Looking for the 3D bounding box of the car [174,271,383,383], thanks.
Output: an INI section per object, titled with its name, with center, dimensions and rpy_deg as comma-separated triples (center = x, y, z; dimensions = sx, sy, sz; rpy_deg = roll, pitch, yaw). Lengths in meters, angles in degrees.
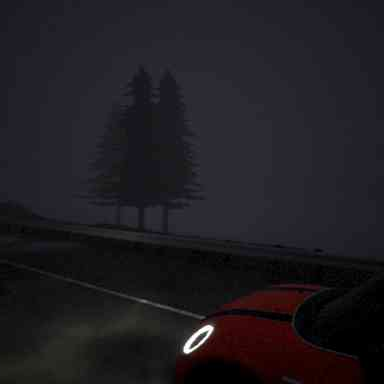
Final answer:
[car]
center = 2.042, 1.358, 2.603
dimensions = 4.553, 1.767, 2.097
rpy_deg = 1, 0, 35
